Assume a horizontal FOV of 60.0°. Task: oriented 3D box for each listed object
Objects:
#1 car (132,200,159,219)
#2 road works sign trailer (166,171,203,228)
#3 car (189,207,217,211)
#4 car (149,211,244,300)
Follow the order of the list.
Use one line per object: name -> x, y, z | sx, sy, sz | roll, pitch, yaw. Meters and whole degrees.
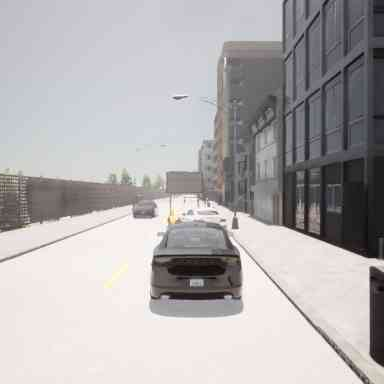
car -> -4.041, 1.505, 29.457 | 1.837, 1.490, 4.892 | 0, 0, 0
road works sign trailer -> -0.511, 0.464, 21.271 | 2.380, 3.560, 2.880 | 0, 0, -16
car -> 0.532, 1.539, 17.795 | 1.812, 1.442, 4.674 | 0, -1, -11
car -> 0.087, 1.478, 8.447 | 1.882, 1.535, 5.008 | 0, 0, 0
